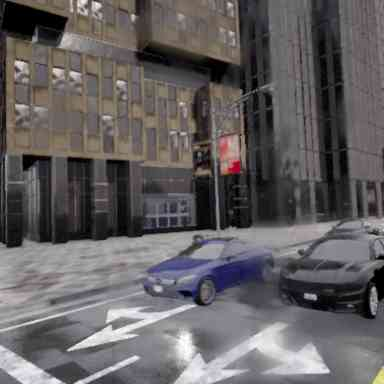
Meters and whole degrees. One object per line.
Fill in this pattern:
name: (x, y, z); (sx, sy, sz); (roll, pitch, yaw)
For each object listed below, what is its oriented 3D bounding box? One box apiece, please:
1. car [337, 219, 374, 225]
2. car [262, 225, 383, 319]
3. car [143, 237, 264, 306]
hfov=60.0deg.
car: (9.113, 2.266, 18.767); (1.812, 1.442, 4.674); (-6, -4, 44)
car: (3.972, 1.826, 8.420); (1.882, 1.535, 5.008); (-5, -4, 41)
car: (0.734, 2.077, 9.659); (1.812, 1.442, 4.674); (-5, -4, 42)
